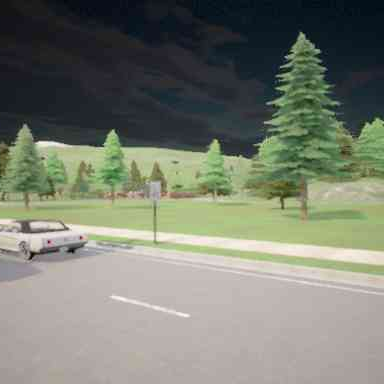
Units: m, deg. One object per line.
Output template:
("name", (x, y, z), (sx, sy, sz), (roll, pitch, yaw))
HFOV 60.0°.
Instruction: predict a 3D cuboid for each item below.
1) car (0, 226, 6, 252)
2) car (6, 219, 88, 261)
("car", (-7.373, 1.541, 9.200), (5.008, 1.535, 1.882), (0, 0, 36))
("car", (-6.159, 1.670, 12.644), (4.718, 1.301, 1.895), (0, 0, 36))
